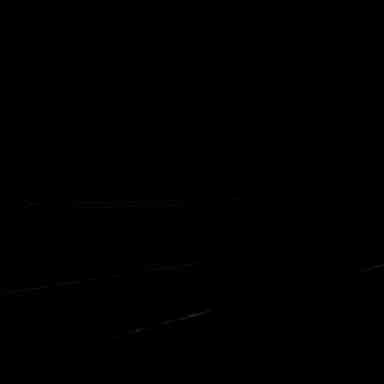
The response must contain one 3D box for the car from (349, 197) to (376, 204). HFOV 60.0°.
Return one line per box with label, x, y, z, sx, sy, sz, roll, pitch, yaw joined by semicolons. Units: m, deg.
car;27.483;1.482;53.583;5.357;1.411;2.033;0;0;-35
